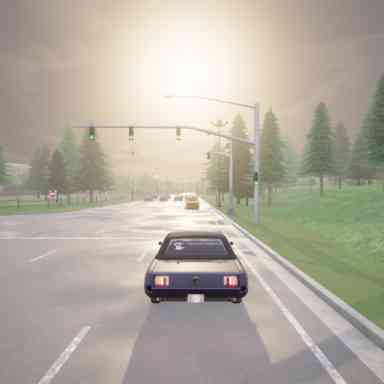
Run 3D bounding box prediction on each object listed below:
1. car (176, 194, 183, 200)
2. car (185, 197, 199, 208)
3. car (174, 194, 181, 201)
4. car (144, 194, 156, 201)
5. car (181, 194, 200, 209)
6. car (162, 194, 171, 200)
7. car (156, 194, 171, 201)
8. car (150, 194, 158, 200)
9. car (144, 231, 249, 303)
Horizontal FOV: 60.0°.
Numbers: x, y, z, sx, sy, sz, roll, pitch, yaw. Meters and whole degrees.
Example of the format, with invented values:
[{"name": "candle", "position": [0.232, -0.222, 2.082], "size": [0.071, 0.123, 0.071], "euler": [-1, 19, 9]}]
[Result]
[{"name": "car", "position": [-3.344, 1.343, 90.830], "size": [1.812, 1.442, 4.674], "euler": [0, 0, 0]}, {"name": "car", "position": [0.030, 1.569, 49.784], "size": [2.033, 1.411, 5.357], "euler": [-1, 1, 1]}, {"name": "car", "position": [-3.361, 1.533, 80.827], "size": [1.994, 1.385, 4.181], "euler": [0, 0, 0]}, {"name": "car", "position": [-10.362, 1.520, 80.422], "size": [2.033, 1.411, 5.357], "euler": [0, 0, 0]}, {"name": "car", "position": [-0.049, 1.077, 46.304], "size": [1.882, 1.535, 5.008], "euler": [-3, 17, -3]}, {"name": "car", "position": [-6.844, 1.359, 90.836], "size": [2.033, 1.411, 5.357], "euler": [0, 0, 0]}, {"name": "car", "position": [-6.862, 1.520, 80.416], "size": [2.033, 1.411, 5.357], "euler": [0, 0, 0]}, {"name": "car", "position": [-10.344, 1.319, 90.842], "size": [1.837, 1.490, 4.892], "euler": [0, 0, 0]}, {"name": "car", "position": [0.093, 1.600, 8.116], "size": [1.895, 1.301, 4.718], "euler": [0, 0, 0]}]
